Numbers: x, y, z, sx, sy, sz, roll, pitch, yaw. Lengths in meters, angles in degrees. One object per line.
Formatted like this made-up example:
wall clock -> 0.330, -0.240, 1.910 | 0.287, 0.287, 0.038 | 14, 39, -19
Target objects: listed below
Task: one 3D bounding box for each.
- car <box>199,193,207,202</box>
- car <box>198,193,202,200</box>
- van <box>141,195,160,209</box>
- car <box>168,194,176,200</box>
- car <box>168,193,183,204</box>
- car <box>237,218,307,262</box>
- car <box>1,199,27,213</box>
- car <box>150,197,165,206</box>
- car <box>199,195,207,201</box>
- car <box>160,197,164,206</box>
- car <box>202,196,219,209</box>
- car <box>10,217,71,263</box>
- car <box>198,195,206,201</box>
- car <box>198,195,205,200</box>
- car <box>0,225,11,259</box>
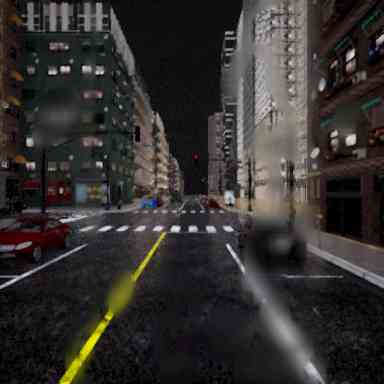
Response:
car -> 2.686, 1.428, 55.354 | 1.967, 1.590, 4.097 | 0, 0, 0
car -> 2.683, 1.432, 71.936 | 1.967, 1.590, 4.097 | 0, 0, 0
van -> -5.691, 1.329, 44.297 | 1.690, 1.788, 3.998 | 0, 0, 0
car -> -5.703, 1.446, 94.045 | 1.967, 1.590, 4.097 | 0, 0, 0
car -> -3.013, 1.218, 64.713 | 2.150, 2.045, 5.566 | 0, 0, 0
car -> 2.695, 1.560, 11.892 | 1.947, 1.339, 4.313 | 0, 0, 0
car -> -18.791, 1.337, 33.135 | 4.313, 1.339, 1.947 | 1, -1, 0
car -> -5.695, 1.533, 55.353 | 1.887, 1.381, 4.507 | 0, 0, 0
car -> 2.680, 1.549, 82.991 | 2.008, 1.369, 4.403 | 0, 0, 0
car -> -5.692, 1.303, 49.825 | 2.192, 1.841, 5.009 | 0, 0, 0
car -> 2.688, 1.570, 44.298 | 1.802, 1.307, 4.206 | 0, 0, 0
car -> -5.686, 1.576, 11.902 | 1.802, 1.307, 4.206 | 0, 0, 0
car -> 2.678, 1.547, 88.519 | 1.887, 1.381, 4.507 | 0, 0, 0
car -> 2.677, 1.588, 94.046 | 1.802, 1.307, 4.206 | 0, 0, 0
car -> -5.685, 1.562, 6.379 | 1.947, 1.339, 4.313 | 0, 0, 0
